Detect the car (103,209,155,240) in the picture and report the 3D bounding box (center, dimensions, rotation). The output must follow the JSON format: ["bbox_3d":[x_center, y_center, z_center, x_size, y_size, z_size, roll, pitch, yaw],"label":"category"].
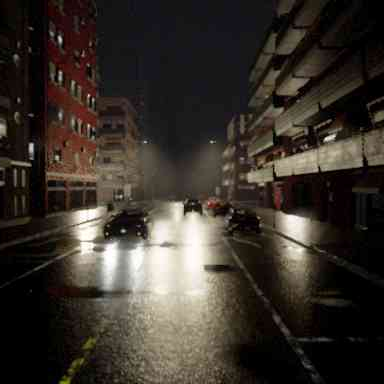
[{"bbox_3d":[-3.041,1.535,16.719,1.994,1.385,4.181,0,0,0],"label":"car"}]

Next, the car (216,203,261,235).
[{"bbox_3d":[2.681,1.519,18.385,2.008,1.369,4.403,-1,0,0],"label":"car"}]

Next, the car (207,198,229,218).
[{"bbox_3d":[2.681,1.495,29.755,1.887,1.381,4.507,-1,0,0],"label":"car"}]

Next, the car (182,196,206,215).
[{"bbox_3d":[0.101,1.451,32.677,1.837,1.490,4.892,0,0,0],"label":"car"}]

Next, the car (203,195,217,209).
[{"bbox_3d":[2.679,1.374,41.125,1.967,1.590,4.097,-1,0,0],"label":"car"}]

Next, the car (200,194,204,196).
[{"bbox_3d":[2.680,1.316,90.410,1.967,1.590,4.097,-1,0,0],"label":"car"}]
